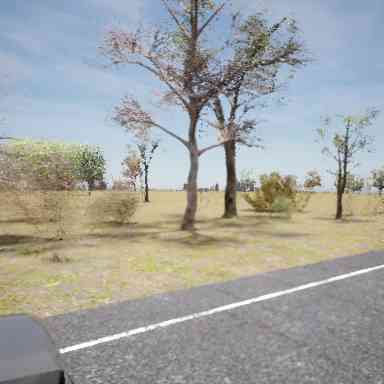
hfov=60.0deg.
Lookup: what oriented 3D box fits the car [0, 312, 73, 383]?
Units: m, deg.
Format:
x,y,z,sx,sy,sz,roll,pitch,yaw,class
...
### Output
x,y,z,sx,sy,sz,roll,pitch,yaw,class
-3.358,1.543,1.596,5.357,1.411,2.033,0,0,-35,car
